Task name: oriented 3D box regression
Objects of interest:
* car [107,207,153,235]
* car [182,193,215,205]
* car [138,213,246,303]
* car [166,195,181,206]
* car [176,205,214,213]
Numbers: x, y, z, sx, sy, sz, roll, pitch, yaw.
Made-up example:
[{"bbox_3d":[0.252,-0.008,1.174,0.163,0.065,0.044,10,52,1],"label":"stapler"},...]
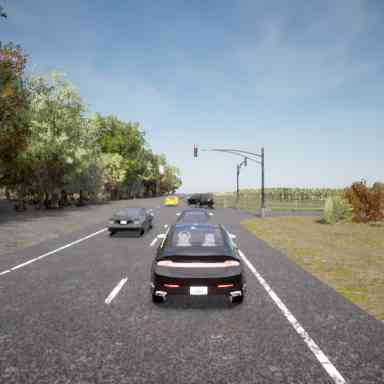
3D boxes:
[{"bbox_3d":[-3.359,1.552,18.935,2.033,1.411,5.357,0,0,0],"label":"car"},{"bbox_3d":[1.139,1.217,47.006,2.150,2.045,5.566,-1,0,-25],"label":"car"},{"bbox_3d":[0.118,1.494,8.184,2.128,1.511,4.902,0,0,0],"label":"car"},{"bbox_3d":[-3.278,1.483,55.337,1.882,1.535,5.008,0,0,0],"label":"car"},{"bbox_3d":[0.137,1.568,17.101,1.994,1.385,4.181,0,0,0],"label":"car"}]
